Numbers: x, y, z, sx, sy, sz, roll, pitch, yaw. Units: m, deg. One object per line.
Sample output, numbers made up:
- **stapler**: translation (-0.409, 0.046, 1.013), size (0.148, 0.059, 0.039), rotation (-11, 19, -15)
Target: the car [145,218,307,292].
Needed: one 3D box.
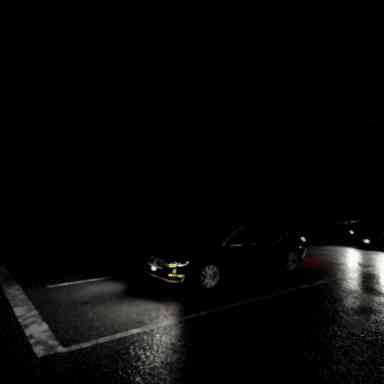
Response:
- **car**: translation (1.100, 1.508, 9.057), size (4.892, 1.490, 1.837), rotation (0, 0, -35)

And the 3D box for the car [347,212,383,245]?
- **car**: translation (9.095, 1.557, 14.692), size (5.357, 1.411, 2.033), rotation (0, 0, -35)
